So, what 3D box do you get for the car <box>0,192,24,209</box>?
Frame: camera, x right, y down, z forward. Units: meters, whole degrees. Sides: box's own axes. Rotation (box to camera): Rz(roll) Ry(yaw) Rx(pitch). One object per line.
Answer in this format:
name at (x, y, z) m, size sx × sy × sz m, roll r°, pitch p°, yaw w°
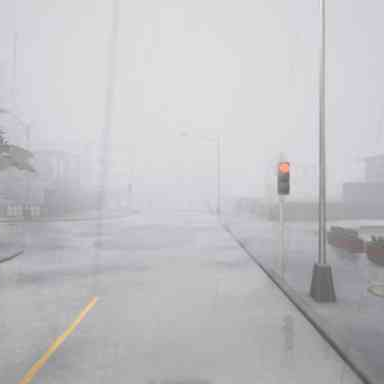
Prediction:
car at (-19.737, 0.984, 34.978) m, size 1.905 × 1.878 × 3.866 m, roll 0°, pitch 0°, yaw 35°
